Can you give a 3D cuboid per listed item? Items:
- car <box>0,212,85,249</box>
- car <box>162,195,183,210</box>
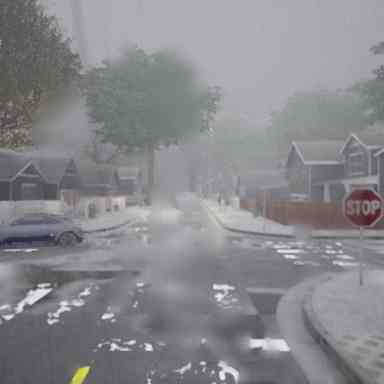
[{"bbox_3d":[-6.466,1.536,13.256,4.181,1.385,1.994,0,1,-22],"label":"car"},{"bbox_3d":[-2.593,1.430,40.784,2.128,1.511,4.902,0,0,0],"label":"car"}]
